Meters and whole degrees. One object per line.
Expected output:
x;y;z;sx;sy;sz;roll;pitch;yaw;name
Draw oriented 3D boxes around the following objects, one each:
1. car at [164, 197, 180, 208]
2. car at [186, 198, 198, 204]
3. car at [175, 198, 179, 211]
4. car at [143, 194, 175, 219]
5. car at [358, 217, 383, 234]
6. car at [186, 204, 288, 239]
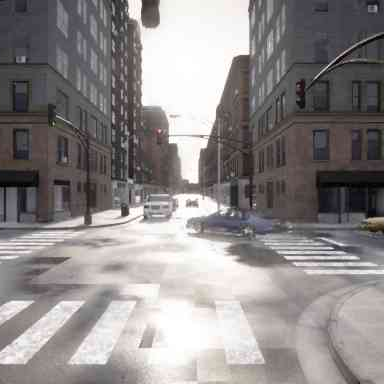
-2.932;1.530;49.761;2.033;1.411;5.357;0;0;0;car
0.013;1.583;50.765;1.895;1.301;4.718;0;0;0;car
-2.914;1.342;39.479;2.097;1.767;4.553;0;0;0;car
-2.901;1.216;29.215;2.150;2.045;5.566;0;0;0;car
11.601;1.554;17.923;4.829;1.417;1.752;0;0;0;car
2.225;1.561;17.543;5.357;1.411;2.033;0;0;38;car
